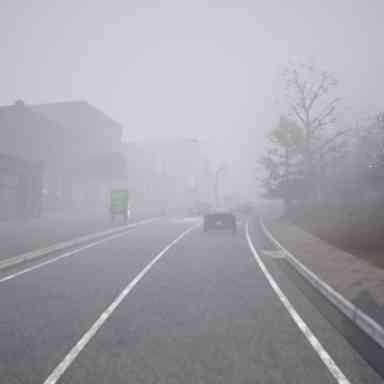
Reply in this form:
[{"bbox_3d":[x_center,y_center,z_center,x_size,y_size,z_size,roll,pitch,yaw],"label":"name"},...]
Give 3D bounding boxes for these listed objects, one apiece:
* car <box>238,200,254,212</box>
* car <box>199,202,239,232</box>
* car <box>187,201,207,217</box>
[{"bbox_3d":[6.463,1.689,41.019,1.812,1.442,4.674,-2,0,17],"label":"car"},{"bbox_3d":[1.828,1.579,20.833,1.882,1.535,5.008,-1,0,8],"label":"car"},{"bbox_3d":[0.876,1.722,34.754,2.128,1.511,4.902,-1,-1,15],"label":"car"}]
